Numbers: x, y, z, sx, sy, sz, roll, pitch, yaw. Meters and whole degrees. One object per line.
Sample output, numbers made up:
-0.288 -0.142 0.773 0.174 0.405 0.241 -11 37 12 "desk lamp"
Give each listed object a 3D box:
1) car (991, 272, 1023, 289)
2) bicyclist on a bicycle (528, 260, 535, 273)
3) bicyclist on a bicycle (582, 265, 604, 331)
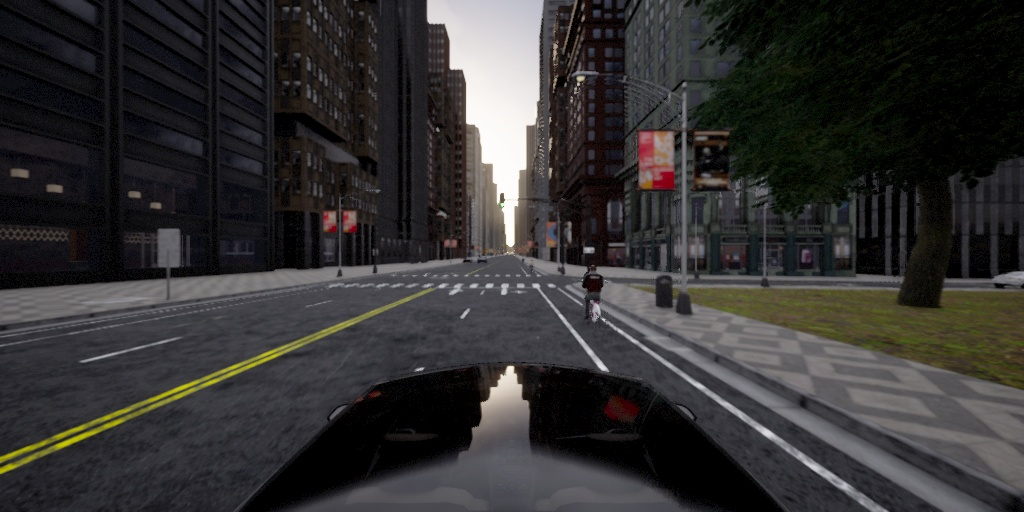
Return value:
43.209 2.046 30.044 4.674 1.442 1.812 1 0 -1 "car"
2.278 1.216 41.883 0.866 1.612 1.509 0 0 0 "bicyclist on a bicycle"
2.240 1.125 10.082 0.659 1.776 1.843 0 0 0 "bicyclist on a bicycle"
